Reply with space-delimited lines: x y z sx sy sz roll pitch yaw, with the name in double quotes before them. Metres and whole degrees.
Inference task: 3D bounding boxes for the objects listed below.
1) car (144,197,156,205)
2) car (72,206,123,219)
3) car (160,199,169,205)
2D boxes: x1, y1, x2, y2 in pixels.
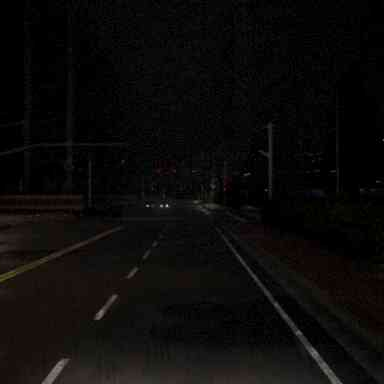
"car" -10.505 2.743 86.102 2.033 1.411 5.357 0 -1 0
"car" -9.539 2.060 33.864 4.718 1.301 1.895 0 -1 -1
"car" -7.005 2.704 86.103 1.837 1.490 4.892 0 -1 0
